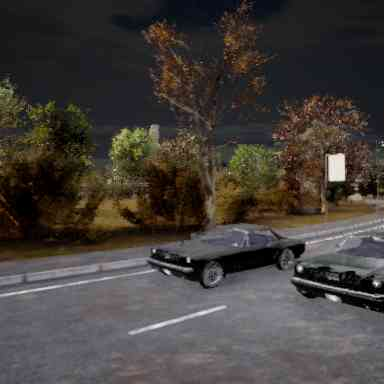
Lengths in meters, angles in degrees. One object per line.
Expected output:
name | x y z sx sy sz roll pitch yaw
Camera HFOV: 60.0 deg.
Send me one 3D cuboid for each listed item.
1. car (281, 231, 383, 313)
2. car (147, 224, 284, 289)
car | 4.261 1.616 7.469 4.718 1.301 1.895 0 0 -40
car | 1.136 1.630 9.434 4.718 1.301 1.895 0 0 -39
